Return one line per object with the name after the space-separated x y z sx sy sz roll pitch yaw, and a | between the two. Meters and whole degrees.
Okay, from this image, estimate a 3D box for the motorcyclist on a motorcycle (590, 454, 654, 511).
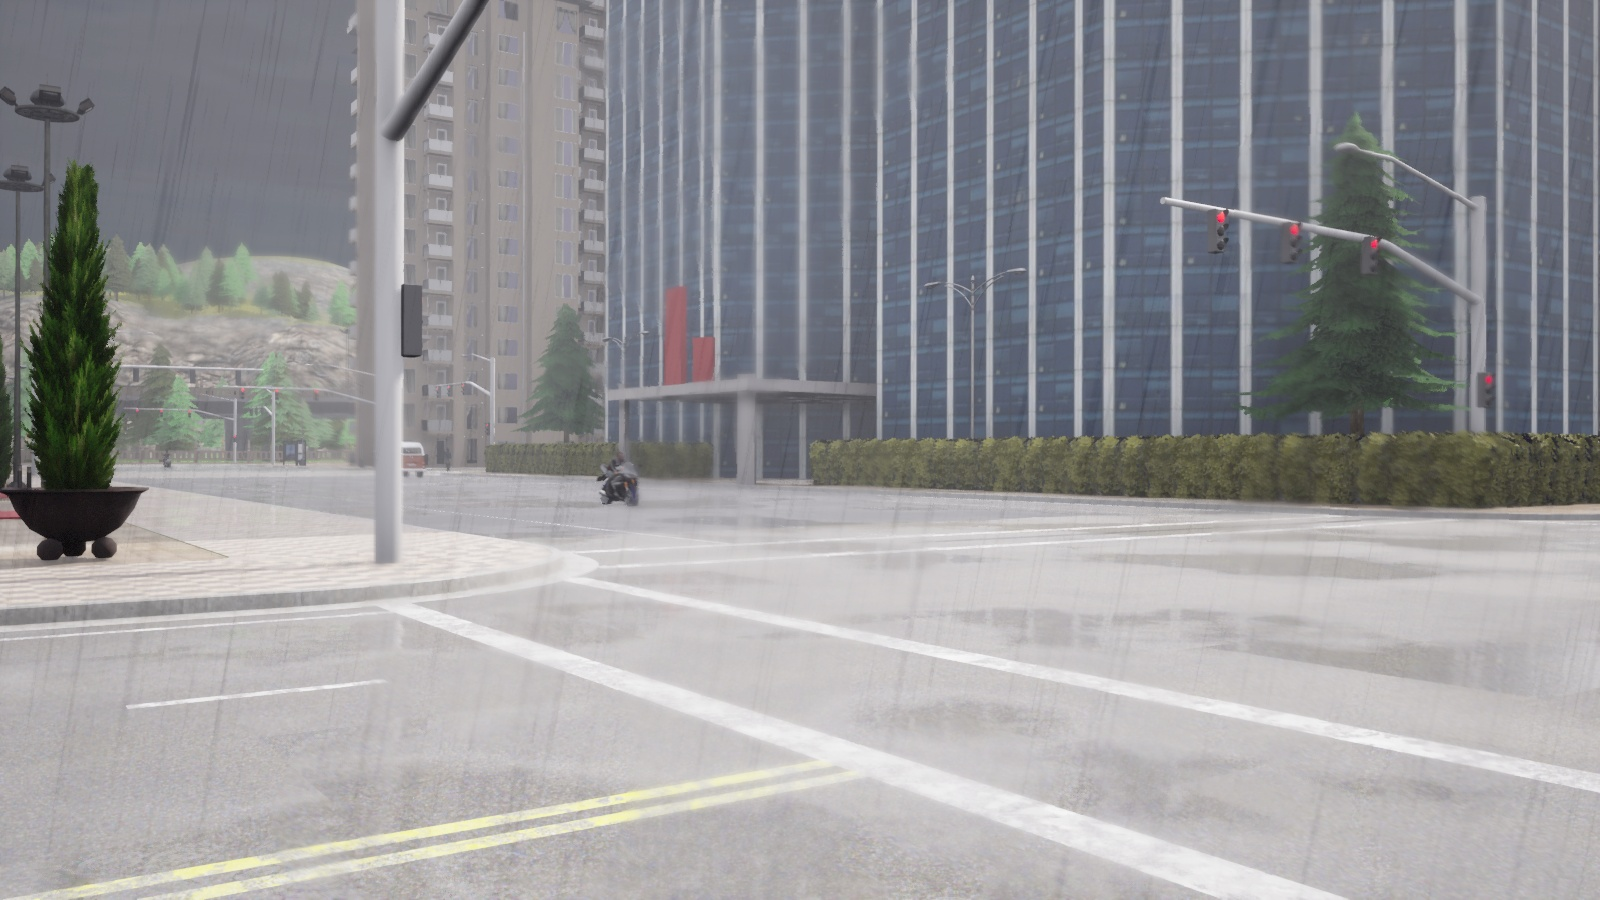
-5.006 0.876 35.124 0.866 1.530 2.191 0 0 -35 | motorcyclist on a motorcycle

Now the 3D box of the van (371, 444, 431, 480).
-23.235 0.696 73.072 2.069 2.038 4.480 0 0 -35 | van
